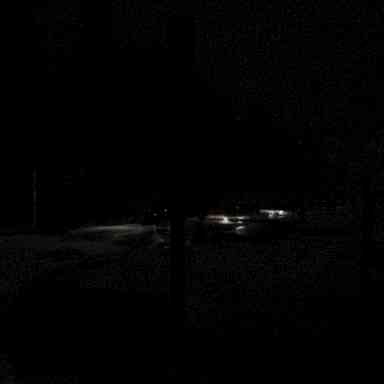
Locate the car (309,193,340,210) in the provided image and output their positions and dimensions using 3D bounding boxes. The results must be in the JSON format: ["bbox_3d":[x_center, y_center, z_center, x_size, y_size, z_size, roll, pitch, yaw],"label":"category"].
[{"bbox_3d":[16.440,1.180,41.694,2.150,2.045,5.566,0,0,36],"label":"car"}]

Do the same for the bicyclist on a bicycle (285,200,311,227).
[{"bbox_3d":[6.575,1.319,20.650,1.656,1.620,0.582,1,2,36],"label":"bicyclist on a bicycle"}]

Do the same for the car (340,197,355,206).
[{"bbox_3d":[24.840,1.505,53.464,2.033,1.411,5.357,0,0,35],"label":"car"}]

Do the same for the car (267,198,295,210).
[{"bbox_3d":[11.259,1.489,41.631,2.033,1.411,5.357,0,0,36],"label":"car"}]

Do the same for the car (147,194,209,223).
[{"bbox_3d":[-0.889,1.163,24.661,2.150,2.045,5.566,0,0,35],"label":"car"}]

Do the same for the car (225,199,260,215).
[{"bbox_3d":[5.089,1.419,33.021,1.882,1.535,5.008,0,0,35],"label":"car"}]
